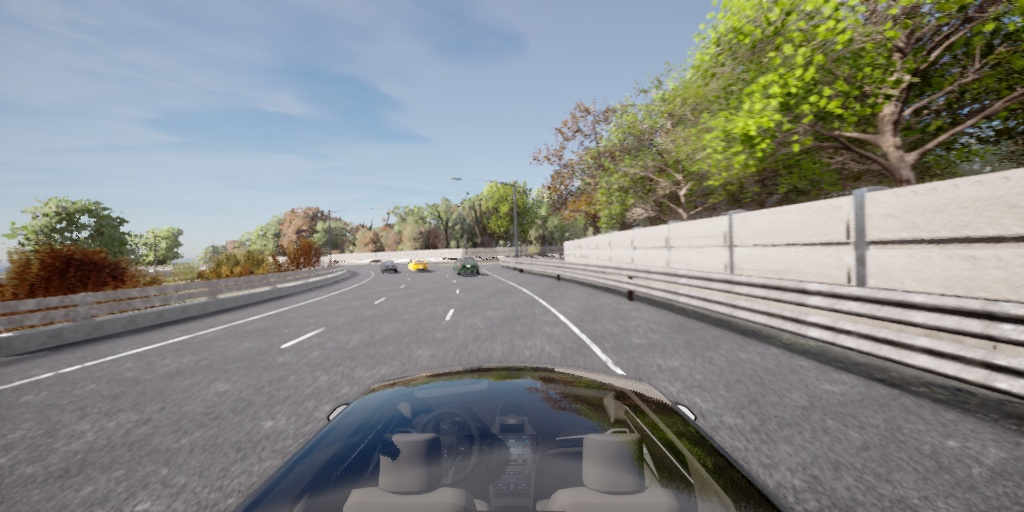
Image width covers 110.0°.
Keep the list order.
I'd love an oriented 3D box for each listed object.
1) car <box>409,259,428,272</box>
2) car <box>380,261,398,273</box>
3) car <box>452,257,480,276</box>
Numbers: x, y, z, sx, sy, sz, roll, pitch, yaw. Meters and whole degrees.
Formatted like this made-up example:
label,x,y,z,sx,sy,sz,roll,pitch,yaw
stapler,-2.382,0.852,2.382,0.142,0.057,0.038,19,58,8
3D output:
label,x,y,z,sx,sy,sz,roll,pitch,yaw
car,-11.770,1.167,44.886,1.882,1.535,5.008,-2,1,-22
car,-15.602,1.359,45.330,2.033,1.411,5.357,-2,1,-24
car,-4.519,0.912,34.541,2.097,1.767,4.553,-2,1,-16
